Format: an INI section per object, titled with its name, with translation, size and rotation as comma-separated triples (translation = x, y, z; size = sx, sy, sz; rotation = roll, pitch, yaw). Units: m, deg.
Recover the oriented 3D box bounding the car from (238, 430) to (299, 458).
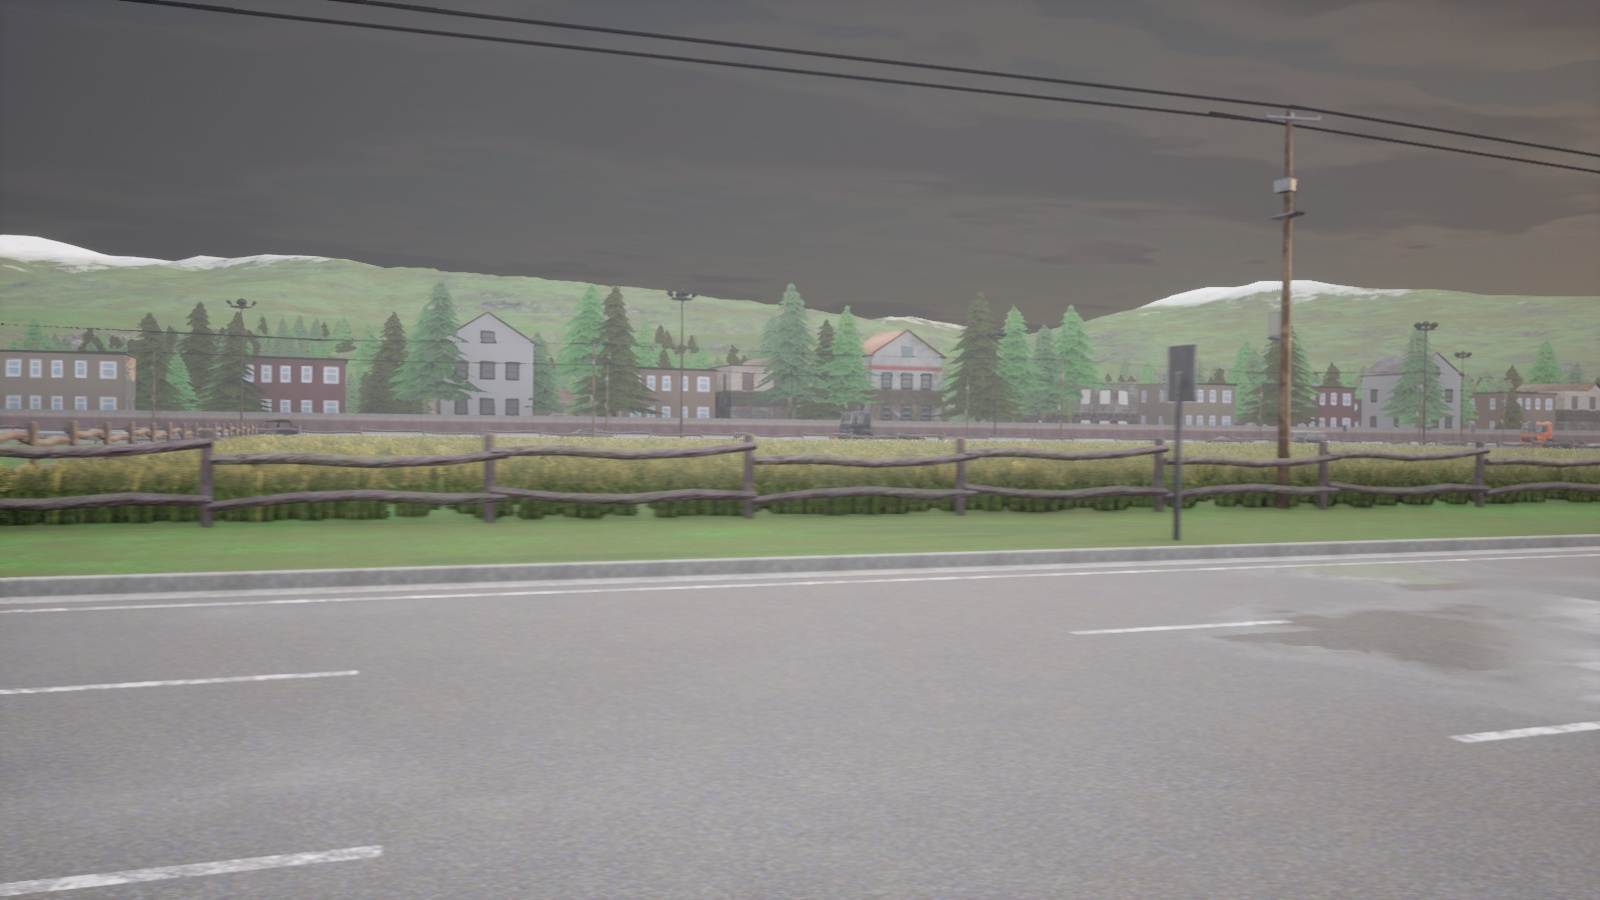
[car]
translation = -37.503, -0.444, 88.662
size = 3.866, 1.878, 1.905
rotation = -1, 1, -21
